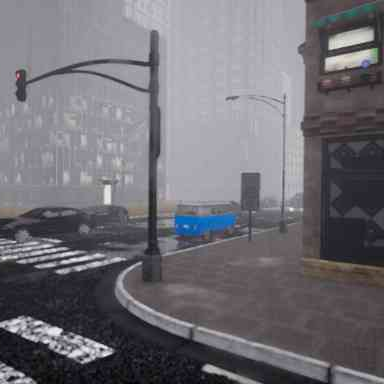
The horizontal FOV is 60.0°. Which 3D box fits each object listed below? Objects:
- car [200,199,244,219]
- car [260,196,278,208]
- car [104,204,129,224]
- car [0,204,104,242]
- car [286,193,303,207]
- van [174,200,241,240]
[{"bbox_3d":[2.767,1.452,29.808,1.812,1.442,4.674,1,1,35],"label":"car"},{"bbox_3d":[9.990,1.303,44.445,1.967,1.590,4.097,1,1,35],"label":"car"},{"bbox_3d":[-6.035,1.476,21.898,1.947,1.339,4.313,1,1,35],"label":"car"},{"bbox_3d":[-7.133,1.432,16.386,1.882,1.535,5.008,1,1,39],"label":"car"},{"bbox_3d":[16.011,1.102,48.272,2.150,2.045,5.566,1,1,35],"label":"car"},{"bbox_3d":[0.799,1.373,17.041,1.690,1.788,3.998,1,1,35],"label":"van"}]
